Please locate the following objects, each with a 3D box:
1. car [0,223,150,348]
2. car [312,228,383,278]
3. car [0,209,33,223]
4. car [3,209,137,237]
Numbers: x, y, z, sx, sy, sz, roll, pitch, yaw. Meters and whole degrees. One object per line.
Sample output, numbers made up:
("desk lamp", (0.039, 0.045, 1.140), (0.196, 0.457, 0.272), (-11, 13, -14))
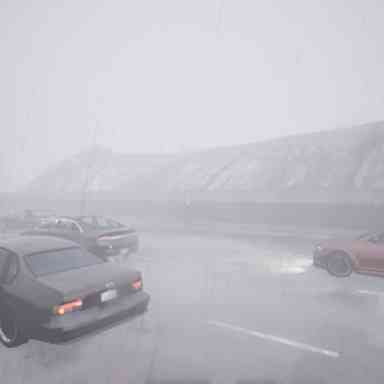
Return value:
("car", (-3.259, 1.564, 6.323), (5.357, 1.411, 2.033), (0, 0, 36))
("car", (5.411, 1.572, 8.756), (4.181, 1.385, 1.994), (0, 0, 35))
("car", (-9.253, 1.651, 19.213), (4.718, 1.301, 1.895), (0, 0, 36))
("car", (-3.943, 1.519, 11.117), (4.902, 1.511, 2.128), (0, 0, 36))
